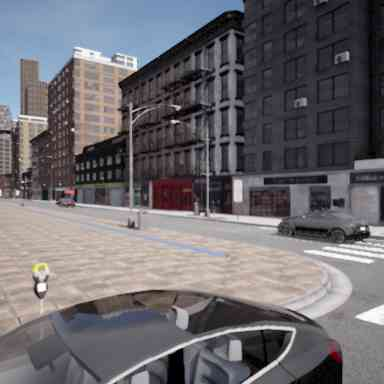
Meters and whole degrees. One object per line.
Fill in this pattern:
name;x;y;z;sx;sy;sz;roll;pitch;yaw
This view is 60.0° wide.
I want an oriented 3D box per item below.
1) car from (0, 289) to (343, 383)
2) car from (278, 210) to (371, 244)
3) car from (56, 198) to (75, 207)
car;-0.671;1.565;2.334;4.313;1.339;1.947;0;0;-35
car;6.228;1.555;16.008;1.994;1.385;4.181;0;0;-35
car;-20.268;1.671;53.215;2.033;1.411;5.357;0;0;-35
